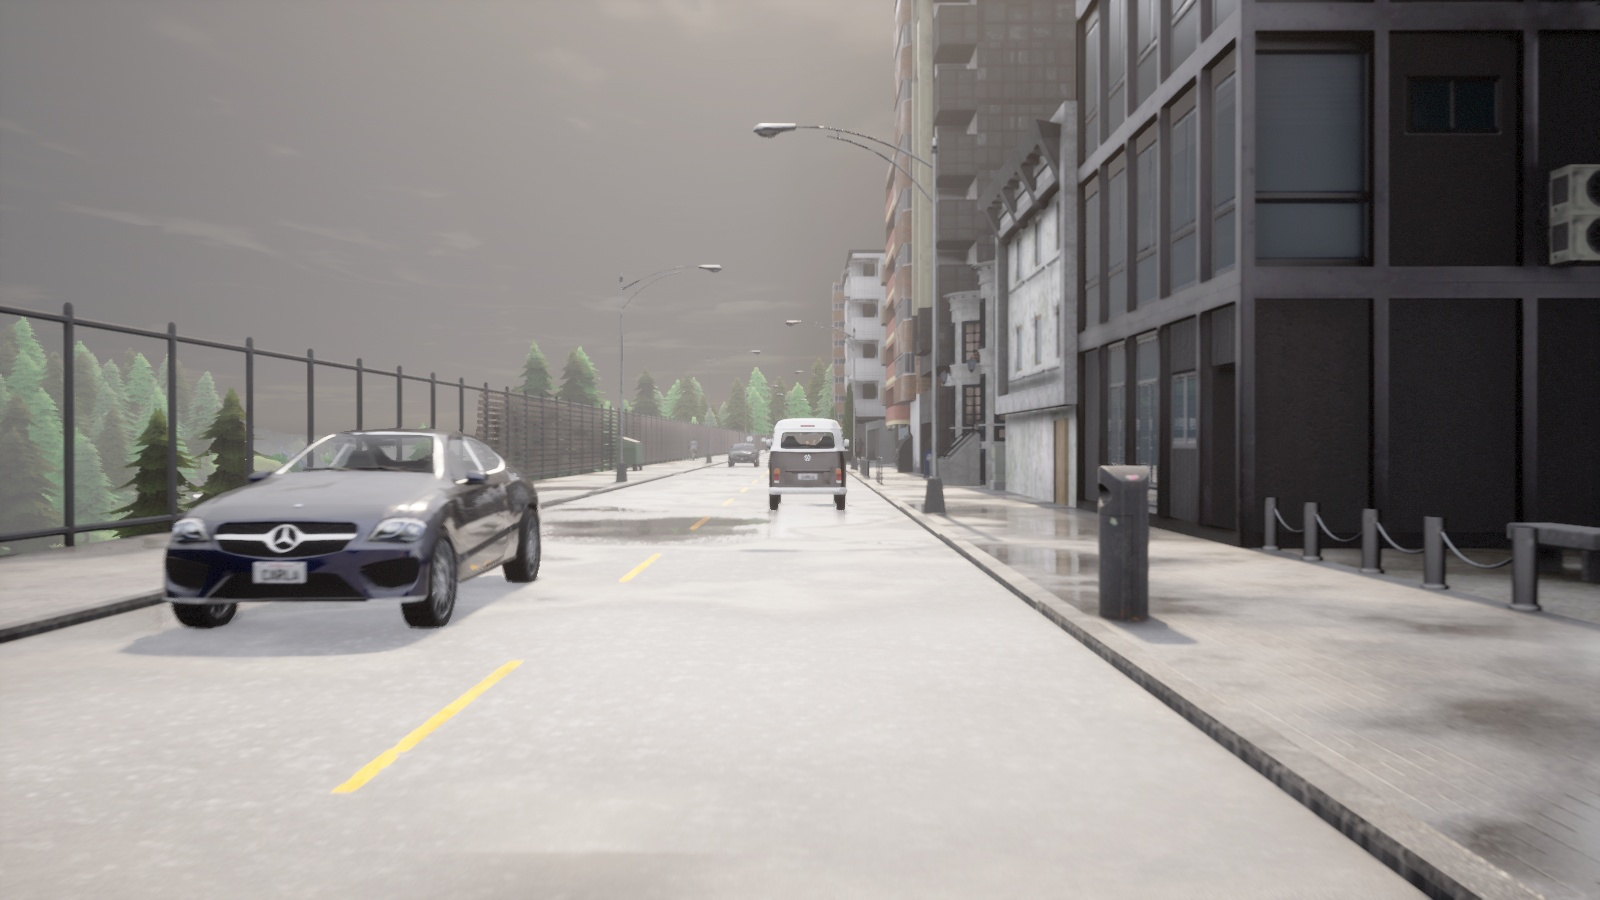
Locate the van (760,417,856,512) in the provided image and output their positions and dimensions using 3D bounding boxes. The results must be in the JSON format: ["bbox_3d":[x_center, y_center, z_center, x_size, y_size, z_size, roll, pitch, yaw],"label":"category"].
[{"bbox_3d":[0.179,0.304,29.390,2.069,2.038,4.480,0,0,0],"label":"van"}]

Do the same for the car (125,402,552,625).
[{"bbox_3d":[-3.917,0.455,11.828,2.152,1.651,5.027,0,0,0],"label":"car"}]

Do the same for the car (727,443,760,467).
[{"bbox_3d":[-3.543,0.303,79.295,1.837,1.490,4.892,0,0,0],"label":"car"}]
